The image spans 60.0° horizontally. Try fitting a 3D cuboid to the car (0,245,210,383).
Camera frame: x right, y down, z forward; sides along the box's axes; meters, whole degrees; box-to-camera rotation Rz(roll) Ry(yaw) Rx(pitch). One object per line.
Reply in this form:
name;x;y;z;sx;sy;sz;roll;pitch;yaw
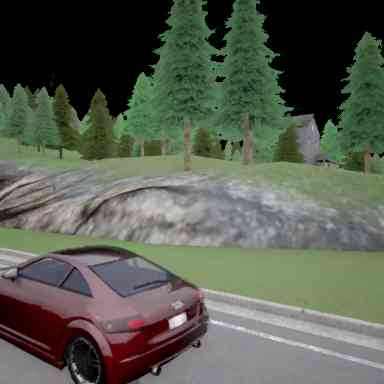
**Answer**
car;-1.801;1.563;5.275;4.181;1.385;1.994;0;0;35
